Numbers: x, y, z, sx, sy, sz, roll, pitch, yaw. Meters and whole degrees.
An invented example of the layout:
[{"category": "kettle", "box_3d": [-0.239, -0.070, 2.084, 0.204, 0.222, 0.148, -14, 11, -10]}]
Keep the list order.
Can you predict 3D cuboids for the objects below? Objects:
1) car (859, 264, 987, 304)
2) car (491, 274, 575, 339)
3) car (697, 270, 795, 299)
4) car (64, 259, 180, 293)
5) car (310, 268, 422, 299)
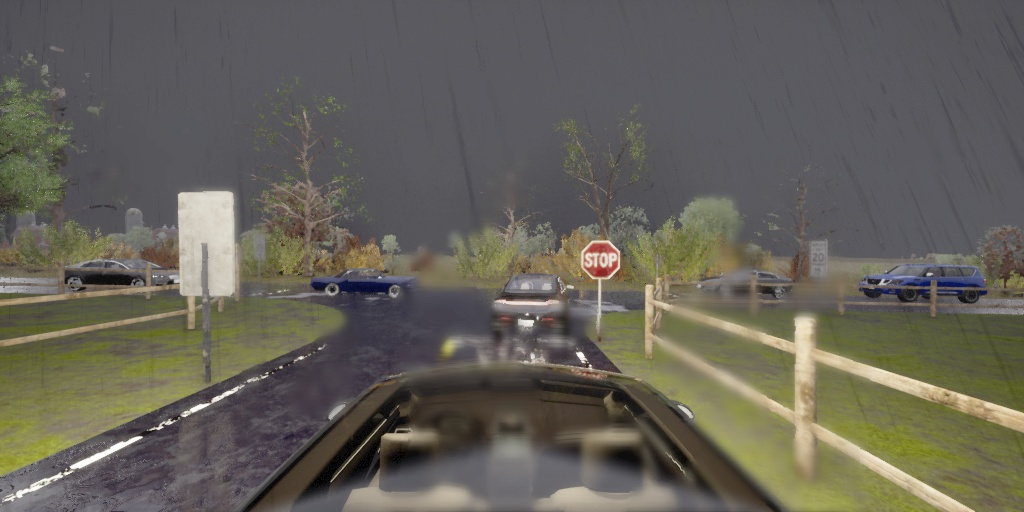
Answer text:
[{"category": "car", "box_3d": [22.904, 1.466, 20.082, 5.566, 2.045, 2.150, 1, 1, 0]}, {"category": "car", "box_3d": [0.708, 1.240, 10.141, 2.128, 1.511, 4.902, 0, 0, 9]}, {"category": "car", "box_3d": [13.008, 1.525, 20.096, 4.902, 1.511, 2.128, 1, 1, 0]}, {"category": "car", "box_3d": [-18.486, 0.885, 17.194, 4.902, 1.511, 2.128, 1, 1, 0]}, {"category": "car", "box_3d": [-6.818, 1.248, 17.174, 4.718, 1.301, 1.895, 1, 1, 0]}]
